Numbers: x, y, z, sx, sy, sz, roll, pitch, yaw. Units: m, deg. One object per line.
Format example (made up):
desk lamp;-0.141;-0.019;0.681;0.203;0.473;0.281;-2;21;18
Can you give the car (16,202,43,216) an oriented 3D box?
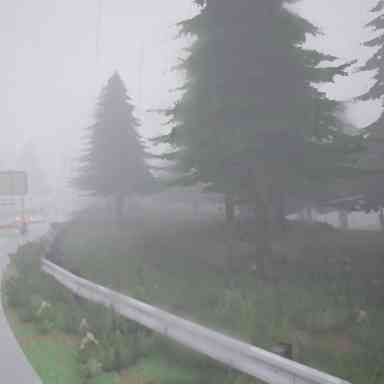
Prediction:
car;-17.899;1.826;36.822;1.812;1.442;4.674;-2;0;-11

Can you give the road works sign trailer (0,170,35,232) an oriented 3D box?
road works sign trailer;-10.671;0.576;19.107;2.380;3.560;2.880;-2;0;-13

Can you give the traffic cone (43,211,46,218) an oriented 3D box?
traffic cone;-14.020;2.134;31.688;0.340;0.580;0.340;-2;0;-13
